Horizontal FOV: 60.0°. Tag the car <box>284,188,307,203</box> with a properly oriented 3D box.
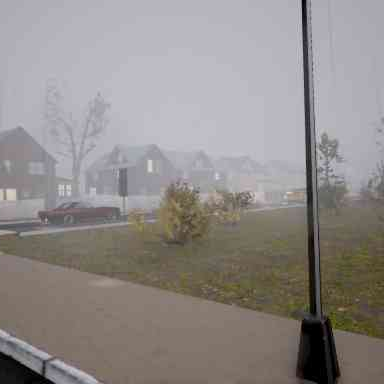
[{"bbox_3d":[13.949,0.593,42.280,1.882,1.535,5.008,-2,-1,44],"label":"car"}]

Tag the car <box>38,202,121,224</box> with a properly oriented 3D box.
[{"bbox_3d":[-6.740,1.252,20.469,1.895,1.301,4.718,-2,-1,43],"label":"car"}]
